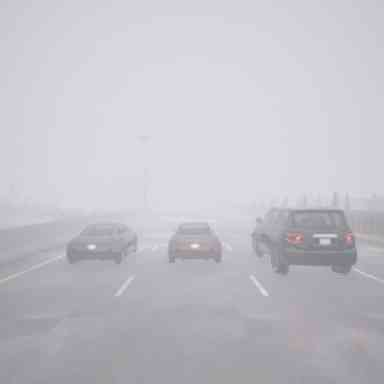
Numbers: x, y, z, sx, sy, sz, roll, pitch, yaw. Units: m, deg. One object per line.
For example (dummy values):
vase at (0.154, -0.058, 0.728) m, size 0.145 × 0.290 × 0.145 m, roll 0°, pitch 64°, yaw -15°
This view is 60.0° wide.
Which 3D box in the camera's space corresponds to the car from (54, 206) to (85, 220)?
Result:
car at (-14.112, 2.564, 39.086) m, size 1.994 × 1.385 × 4.181 m, roll 0°, pitch -2°, yaw 0°

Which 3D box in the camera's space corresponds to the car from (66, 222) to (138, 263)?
car at (-3.399, 1.887, 13.294) m, size 1.994 × 1.385 × 4.181 m, roll 0°, pitch -2°, yaw 0°

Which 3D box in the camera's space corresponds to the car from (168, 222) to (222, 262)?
car at (0.102, 1.893, 13.489) m, size 1.994 × 1.385 × 4.181 m, roll 0°, pitch -2°, yaw 0°

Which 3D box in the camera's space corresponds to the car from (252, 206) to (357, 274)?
car at (3.600, 1.502, 11.657) m, size 2.150 × 2.045 × 5.566 m, roll 0°, pitch -2°, yaw 0°

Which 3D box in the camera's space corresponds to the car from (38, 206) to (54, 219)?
car at (-17.638, 2.581, 42.042) m, size 1.837 × 1.490 × 4.892 m, roll 0°, pitch -1°, yaw -1°

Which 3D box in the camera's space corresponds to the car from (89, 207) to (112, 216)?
car at (-10.610, 2.526, 39.097) m, size 1.812 × 1.442 × 4.674 m, roll 0°, pitch -2°, yaw 0°
